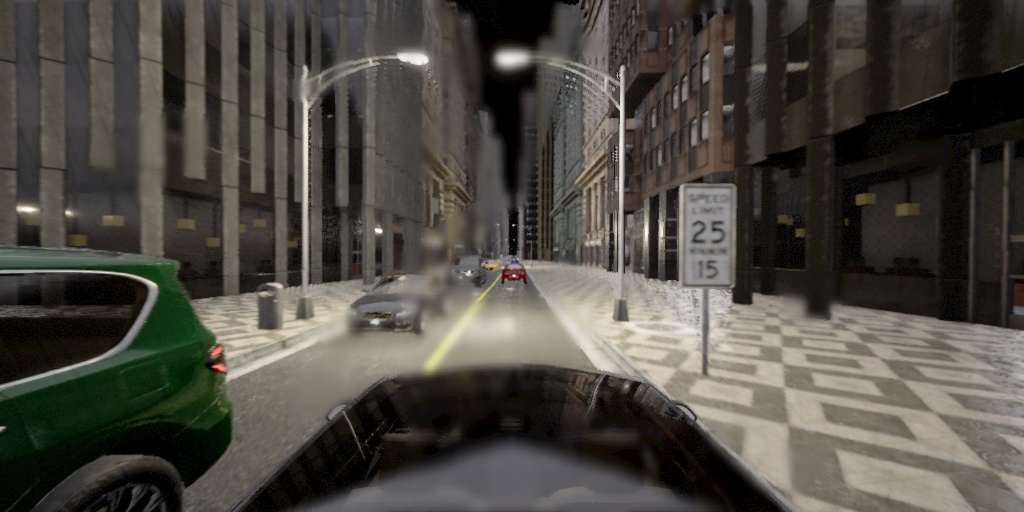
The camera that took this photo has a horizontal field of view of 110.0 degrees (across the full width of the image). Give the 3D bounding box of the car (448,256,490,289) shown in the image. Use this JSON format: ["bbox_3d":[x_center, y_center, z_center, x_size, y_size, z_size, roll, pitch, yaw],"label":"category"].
[{"bbox_3d":[-2.937,1.019,24.065,2.150,2.045,5.566,0,0,1],"label":"car"}]

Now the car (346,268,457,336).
[{"bbox_3d":[-3.048,1.265,10.550,1.837,1.490,4.892,0,0,1],"label":"car"}]

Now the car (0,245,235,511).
[{"bbox_3d":[-3.128,0.951,0.320,2.150,2.045,5.566,0,0,0],"label":"car"}]

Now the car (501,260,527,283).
[{"bbox_3d":[0.172,1.301,28.497,1.882,1.535,5.008,0,0,0],"label":"car"}]

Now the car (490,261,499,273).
[{"bbox_3d":[-2.709,1.332,45.694,1.882,1.535,5.008,0,0,0],"label":"car"}]
